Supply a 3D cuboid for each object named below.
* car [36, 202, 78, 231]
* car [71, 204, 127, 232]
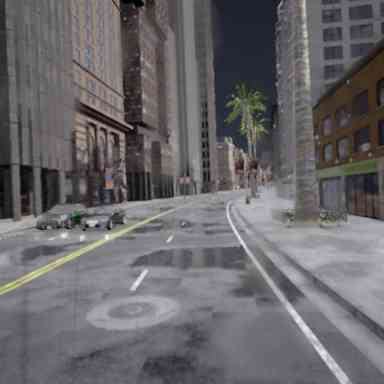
[{"bbox_3d":[-8.787,1.624,23.044,2.097,1.767,4.553,-2,0,4],"label":"car"},{"bbox_3d":[-5.626,1.645,21.707,2.128,1.511,4.902,-2,0,4],"label":"car"}]
